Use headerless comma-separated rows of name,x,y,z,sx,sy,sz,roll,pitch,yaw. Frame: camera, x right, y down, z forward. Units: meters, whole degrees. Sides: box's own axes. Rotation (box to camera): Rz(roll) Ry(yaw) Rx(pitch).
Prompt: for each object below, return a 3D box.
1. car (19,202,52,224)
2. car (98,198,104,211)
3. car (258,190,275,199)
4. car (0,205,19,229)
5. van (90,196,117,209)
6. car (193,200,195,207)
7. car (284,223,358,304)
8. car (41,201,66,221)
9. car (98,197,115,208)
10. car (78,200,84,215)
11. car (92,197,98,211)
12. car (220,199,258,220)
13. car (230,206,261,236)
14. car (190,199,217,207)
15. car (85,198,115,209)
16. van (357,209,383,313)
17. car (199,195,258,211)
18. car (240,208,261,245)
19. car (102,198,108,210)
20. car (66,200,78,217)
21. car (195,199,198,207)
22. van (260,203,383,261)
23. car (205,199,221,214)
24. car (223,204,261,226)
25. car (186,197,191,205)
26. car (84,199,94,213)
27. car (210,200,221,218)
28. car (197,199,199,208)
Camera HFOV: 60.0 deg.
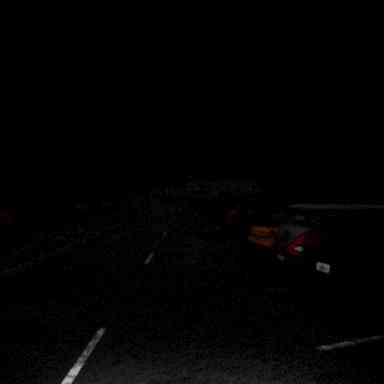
car,-13.710,1.773,25.909,4.792,1.488,2.163,-1,0,-21
car,-14.496,1.947,43.674,4.674,1.452,2.002,-1,0,-23
car,16.952,0.874,76.836,2.002,1.452,4.674,-6,3,-31
car,-13.538,1.688,20.001,5.008,1.535,2.097,-1,0,-21
van,-15.565,1.818,58.487,4.442,1.987,1.878,-1,-1,-25
car,3.212,1.942,52.635,4.892,1.521,2.231,1,0,-25
car,4.786,1.580,7.397,4.792,1.488,2.163,1,-1,-20
car,-13.745,1.799,28.903,4.792,1.488,2.163,-1,-1,-22
car,-14.749,1.957,49.663,5.366,1.575,1.946,-1,-1,-24
car,-14.043,1.700,34.798,4.553,1.767,2.185,-1,-1,-22
car,-14.292,1.754,40.730,4.553,1.767,2.185,-1,0,-23
car,4.617,1.555,22.462,4.553,1.767,2.185,1,-1,-21
car,4.731,1.629,16.423,5.008,1.535,2.097,1,0,-21
car,2.313,2.081,64.642,4.792,1.488,2.163,1,-1,-26
car,-15.368,1.891,55.499,4.553,1.767,2.185,-1,0,-25
van,4.656,1.296,4.330,4.442,1.987,1.878,1,0,-20
car,4.127,1.559,37.546,5.566,2.045,2.435,1,0,-23
car,4.914,1.603,13.480,5.366,1.575,1.946,1,-1,-20
car,-14.696,1.975,46.628,4.674,1.452,2.002,-1,0,-24
car,-13.876,1.797,31.846,5.008,1.535,2.097,-1,0,-22
car,3.424,1.955,49.624,4.674,1.452,2.002,1,-1,-24
van,4.649,1.349,10.355,4.442,1.987,1.878,1,0,-20
car,4.289,1.785,34.540,5.008,1.535,2.097,1,0,-23
car,4.675,1.656,19.441,4.892,1.521,2.231,1,-1,-21
car,2.257,2.013,61.582,5.366,1.575,1.946,1,0,-26
car,-14.326,1.851,37.687,5.366,1.575,1.946,-1,0,-23
car,4.492,1.733,28.506,5.008,1.535,2.097,1,-1,-22
car,3.638,1.929,46.607,4.674,1.452,2.002,1,0,-24
